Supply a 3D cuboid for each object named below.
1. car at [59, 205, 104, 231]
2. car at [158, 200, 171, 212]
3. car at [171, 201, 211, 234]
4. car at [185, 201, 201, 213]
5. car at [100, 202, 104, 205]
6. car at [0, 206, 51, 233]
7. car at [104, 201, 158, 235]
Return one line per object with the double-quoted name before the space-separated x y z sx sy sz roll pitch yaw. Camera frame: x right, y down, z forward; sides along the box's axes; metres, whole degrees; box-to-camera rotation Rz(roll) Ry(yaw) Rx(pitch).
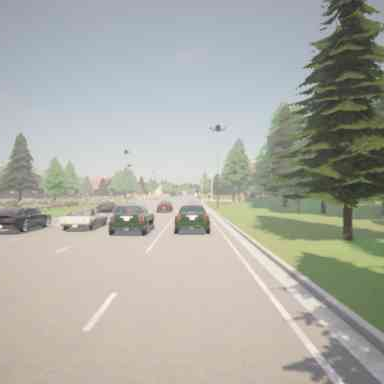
"car" -6.960 1.749 22.028 1.895 1.301 4.718 0 0 1
"car" -3.420 1.816 42.976 1.812 1.442 4.674 0 0 0
"car" 0.029 1.491 20.543 2.097 1.767 4.553 0 0 1
"car" 0.081 1.854 42.978 1.994 1.385 4.181 0 0 0
"car" -10.422 1.843 41.514 1.994 1.385 4.181 0 0 0
"car" -10.469 1.645 20.594 1.837 1.490 4.892 0 0 1
"car" -3.479 1.486 19.899 2.097 1.767 4.553 0 0 1
